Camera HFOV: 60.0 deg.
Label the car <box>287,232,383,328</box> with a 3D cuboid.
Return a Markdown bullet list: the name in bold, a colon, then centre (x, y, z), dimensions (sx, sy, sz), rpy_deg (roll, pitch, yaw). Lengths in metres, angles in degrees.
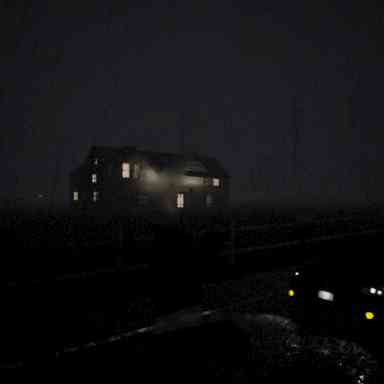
- **car**: centre (3.870, 1.562, 6.812), dimensions (4.181, 1.385, 1.994), rpy_deg (0, 0, -36)
